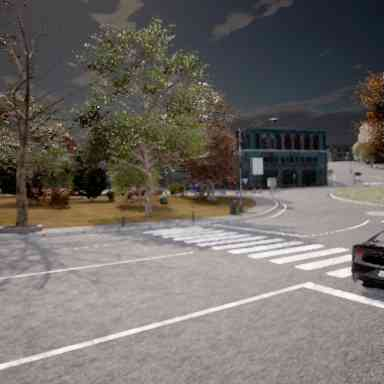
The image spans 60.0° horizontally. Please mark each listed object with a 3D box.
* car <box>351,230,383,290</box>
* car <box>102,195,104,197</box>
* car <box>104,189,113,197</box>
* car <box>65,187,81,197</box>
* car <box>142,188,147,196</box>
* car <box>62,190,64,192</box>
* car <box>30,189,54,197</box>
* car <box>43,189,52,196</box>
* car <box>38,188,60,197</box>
[{"bbox_3d":[5.792,1.427,7.860,5.008,1.535,1.882,-1,0,-35],"label":"car"},{"bbox_3d":[-15.862,0.226,62.396,1.946,1.575,5.366,-1,2,17],"label":"car"},{"bbox_3d":[-13.450,0.062,60.768,2.185,1.767,4.553,-2,2,16],"label":"car"},{"bbox_3d":[-22.932,0.297,67.947,2.163,1.488,4.792,-1,2,17],"label":"car"},{"bbox_3d":[-8.666,-0.150,57.238,2.435,2.045,5.566,-1,2,16],"label":"car"},{"bbox_3d":[-25.294,0.010,69.754,2.435,2.045,5.566,0,2,18],"label":"car"},{"bbox_3d":[-34.682,0.151,76.970,1.946,1.575,5.366,0,3,19],"label":"car"},{"bbox_3d":[-29.966,0.215,73.457,2.097,1.535,5.008,0,3,18],"label":"car"},{"bbox_3d":[-32.317,0.057,75.265,2.185,1.767,4.553,-1,2,18],"label":"car"}]
